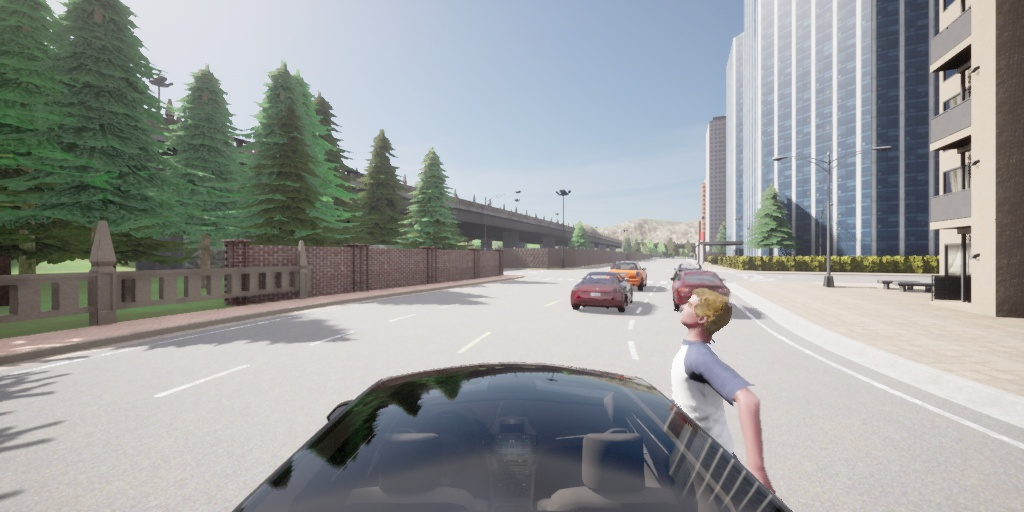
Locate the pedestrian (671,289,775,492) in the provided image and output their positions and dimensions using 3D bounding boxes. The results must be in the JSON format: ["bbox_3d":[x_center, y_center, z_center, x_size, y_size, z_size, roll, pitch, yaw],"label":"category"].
[{"bbox_3d":[1.070,1.072,1.939,0.375,1.860,0.375,-5,-5,-21],"label":"pedestrian"}]

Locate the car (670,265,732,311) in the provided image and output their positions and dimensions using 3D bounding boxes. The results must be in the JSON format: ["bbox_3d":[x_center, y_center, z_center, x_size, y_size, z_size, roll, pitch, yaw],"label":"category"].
[{"bbox_3d":[7.252,1.275,13.958,1.812,1.442,4.674,0,0,23],"label":"car"}]

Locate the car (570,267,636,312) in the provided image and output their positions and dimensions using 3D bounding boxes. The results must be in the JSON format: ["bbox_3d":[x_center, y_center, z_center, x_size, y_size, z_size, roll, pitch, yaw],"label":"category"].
[{"bbox_3d":[3.688,1.313,14.366,1.994,1.385,4.181,0,0,22],"label":"car"}]

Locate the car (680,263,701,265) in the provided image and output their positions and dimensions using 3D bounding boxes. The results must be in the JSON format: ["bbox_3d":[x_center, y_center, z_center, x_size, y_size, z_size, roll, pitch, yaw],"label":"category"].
[{"bbox_3d":[12.131,1.241,24.397,2.128,1.511,4.902,0,0,27],"label":"car"}]

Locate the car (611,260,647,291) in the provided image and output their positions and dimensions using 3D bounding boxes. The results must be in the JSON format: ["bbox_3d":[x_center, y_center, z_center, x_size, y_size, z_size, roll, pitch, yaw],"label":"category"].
[{"bbox_3d":[7.162,1.101,22.266,2.097,1.767,4.553,0,0,24],"label":"car"}]
